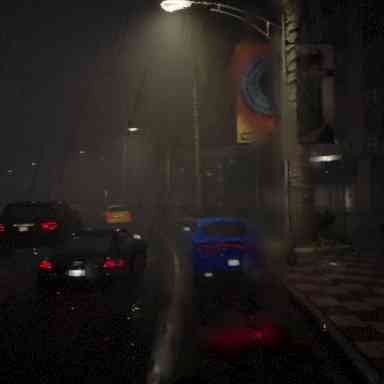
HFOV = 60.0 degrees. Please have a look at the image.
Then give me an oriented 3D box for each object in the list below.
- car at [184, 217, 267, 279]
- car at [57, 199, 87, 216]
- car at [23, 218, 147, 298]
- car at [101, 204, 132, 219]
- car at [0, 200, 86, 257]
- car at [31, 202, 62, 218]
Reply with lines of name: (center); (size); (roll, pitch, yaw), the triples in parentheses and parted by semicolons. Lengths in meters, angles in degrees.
car: (0.819, 1.519, 10.262); (1.882, 1.535, 5.008); (-1, 0, -4)
car: (-14.464, 1.796, 40.031); (2.097, 1.767, 4.553); (-1, 0, -38)
car: (-2.387, 1.649, 8.853); (1.994, 1.385, 4.181); (-1, 0, -1)
car: (-5.934, 1.689, 25.680); (1.801, 1.575, 5.366); (-1, 0, -21)
car: (-6.207, 1.396, 14.132); (2.150, 2.045, 5.566); (-1, 0, -8)
car: (-15.996, 1.926, 36.413); (1.882, 1.535, 5.008); (0, -1, -37)
